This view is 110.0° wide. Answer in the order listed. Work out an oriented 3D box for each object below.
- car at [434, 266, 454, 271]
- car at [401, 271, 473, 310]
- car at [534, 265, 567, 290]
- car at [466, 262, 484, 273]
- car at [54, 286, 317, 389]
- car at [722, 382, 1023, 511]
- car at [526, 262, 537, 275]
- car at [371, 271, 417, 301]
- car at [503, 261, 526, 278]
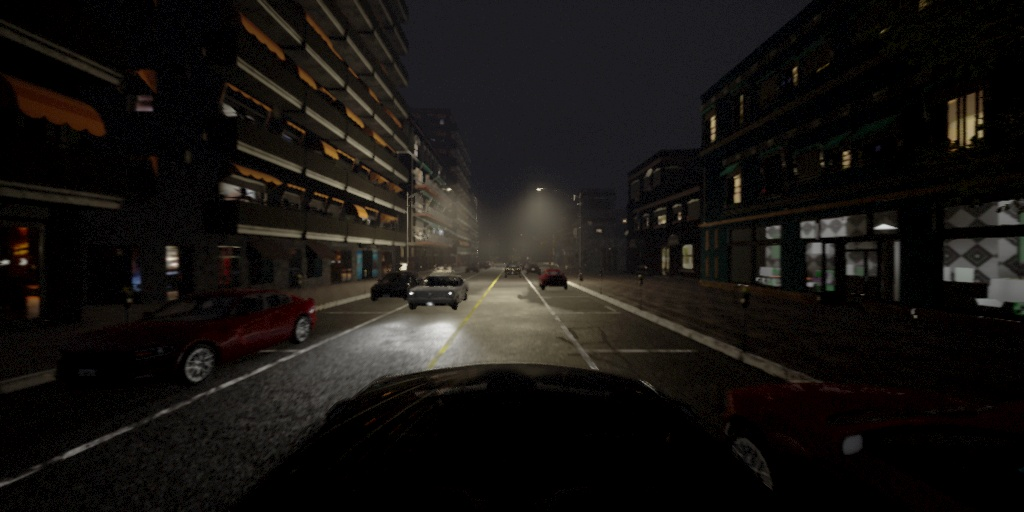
[{"bbox_3d":[-5.691,1.537,29.759,2.007,1.370,4.403,0,0,0],"label":"car"},{"bbox_3d":[-2.999,1.479,15.383,1.895,1.301,4.718,0,0,0],"label":"car"},{"bbox_3d":[2.690,1.520,24.054,1.802,1.307,4.207,0,0,0],"label":"car"},{"bbox_3d":[-5.692,1.746,52.469,1.948,1.339,4.313,0,0,0],"label":"car"},{"bbox_3d":[-5.691,1.340,7.051,1.888,1.381,4.507,0,0,0],"label":"car"},{"bbox_3d":[2.690,1.292,1.345,1.888,1.381,4.507,0,0,0],"label":"car"},{"bbox_3d":[2.690,1.697,46.763,1.948,1.339,4.313,0,0,0],"label":"car"},{"bbox_3d":[-5.691,1.456,18.406,1.948,1.339,4.313,0,0,0],"label":"car"},{"bbox_3d":[0.098,1.558,39.258,2.128,1.511,4.902,0,-1,0],"label":"car"}]
